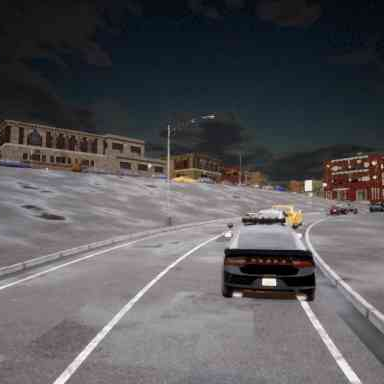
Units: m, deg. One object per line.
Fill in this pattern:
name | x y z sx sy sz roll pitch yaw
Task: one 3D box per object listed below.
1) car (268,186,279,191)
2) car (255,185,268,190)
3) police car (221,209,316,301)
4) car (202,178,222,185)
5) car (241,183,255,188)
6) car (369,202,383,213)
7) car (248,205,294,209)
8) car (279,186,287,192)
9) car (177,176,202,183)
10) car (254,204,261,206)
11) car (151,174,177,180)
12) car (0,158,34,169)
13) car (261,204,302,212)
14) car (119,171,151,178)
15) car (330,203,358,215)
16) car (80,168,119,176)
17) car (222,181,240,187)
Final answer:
car | 18.091 -0.651 79.222 2.185 1.767 4.553 -4 -6 41
car | 14.355 -0.848 75.005 2.231 1.521 4.892 -4 -6 43
police car | 1.854 1.457 8.623 1.930 1.638 5.238 -1 0 10
car | 2.775 -1.835 63.058 4.553 1.767 2.185 4 -6 -43
car | 10.671 -1.096 71.035 2.002 1.452 4.674 -4 -6 44
car | 27.914 2.255 49.010 4.902 1.511 2.128 2 -4 -39
car | 4.256 1.641 17.747 1.812 1.442 4.674 -1 -1 19
car | 21.733 -0.427 83.486 2.435 2.045 5.566 -3 -6 40
car | -1.231 -1.983 59.255 5.008 1.535 2.097 4 -6 -42
car | 6.738 1.960 32.505 2.128 1.511 4.902 -3 -3 34
car | -5.335 -2.211 55.528 4.674 1.452 2.002 4 -5 -41
car | -22.141 -3.296 41.357 4.553 1.767 2.185 3 -5 -40
car | 6.433 1.663 23.046 1.882 1.535 5.008 -2 -2 25
car | -9.518 -2.506 51.895 4.892 1.521 2.231 3 -5 -40
car | 18.840 2.075 41.350 4.674 1.442 1.812 1 -4 -40
car | -13.747 -2.737 48.355 4.892 1.521 2.231 3 -5 -40
car | 6.835 -1.391 67.078 4.792 1.488 2.163 4 -6 -45
